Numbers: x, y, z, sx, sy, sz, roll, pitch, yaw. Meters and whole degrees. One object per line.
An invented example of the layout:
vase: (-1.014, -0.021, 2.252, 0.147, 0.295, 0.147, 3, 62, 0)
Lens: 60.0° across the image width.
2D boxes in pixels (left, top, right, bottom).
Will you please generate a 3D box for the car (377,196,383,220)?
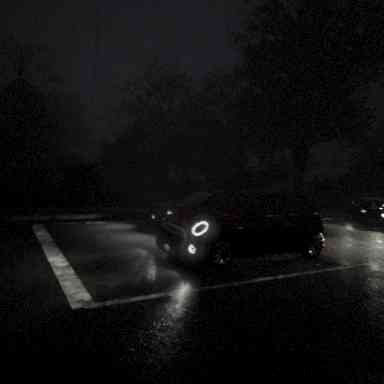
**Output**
car: (10.510, 1.227, 14.211, 4.902, 1.511, 2.128, 3, 4, -30)

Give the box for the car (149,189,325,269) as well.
car: (1.395, 0.752, 8.831, 4.553, 1.767, 2.097, 1, 5, -30)

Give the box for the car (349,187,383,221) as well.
car: (11.344, 0.765, 18.719, 5.566, 2.045, 2.150, 3, 4, -31)

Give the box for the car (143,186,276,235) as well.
car: (0.715, 0.622, 12.496, 4.674, 1.442, 1.812, 2, 5, -31)
